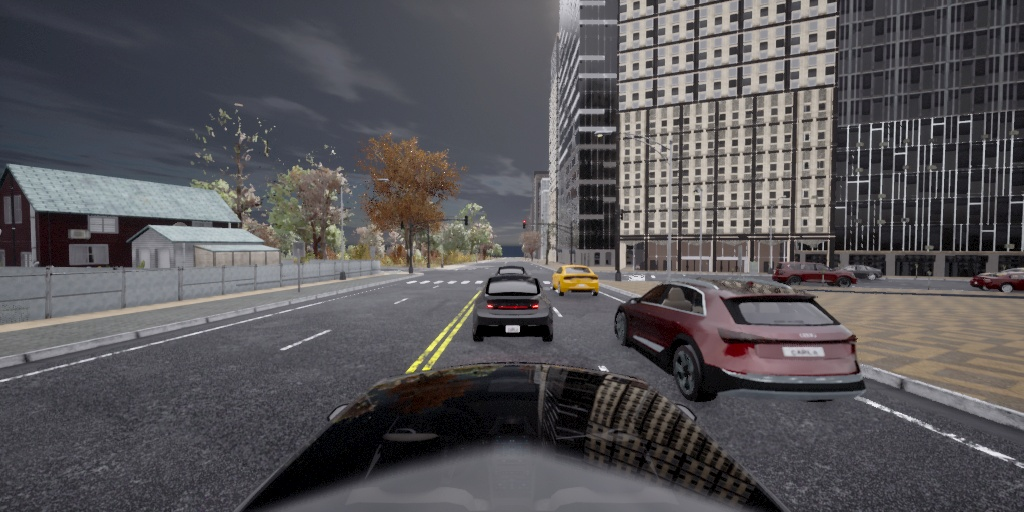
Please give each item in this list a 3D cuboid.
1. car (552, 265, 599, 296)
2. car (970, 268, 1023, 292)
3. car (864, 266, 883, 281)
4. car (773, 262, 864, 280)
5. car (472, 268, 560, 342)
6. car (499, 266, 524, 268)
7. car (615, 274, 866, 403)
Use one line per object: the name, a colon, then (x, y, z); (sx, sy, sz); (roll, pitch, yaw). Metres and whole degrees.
car: (3.283, 1.224, 19.263); (1.882, 1.535, 5.008); (0, 0, 0)
car: (33.618, 1.716, 23.612); (4.507, 1.381, 1.888); (0, 0, 20)
car: (30.987, 1.468, 32.953); (4.403, 1.370, 2.007); (0, 0, 20)
car: (22.965, 1.393, 27.489); (5.009, 1.841, 2.192); (0, 0, 20)
car: (0.030, 1.252, 9.783); (1.837, 1.490, 4.892); (0, 0, 0)
car: (-0.032, 1.251, 18.450); (1.837, 1.490, 4.892); (0, 0, 0)
car: (3.340, 1.177, 6.367); (2.033, 1.649, 4.856); (0, 0, 0)
